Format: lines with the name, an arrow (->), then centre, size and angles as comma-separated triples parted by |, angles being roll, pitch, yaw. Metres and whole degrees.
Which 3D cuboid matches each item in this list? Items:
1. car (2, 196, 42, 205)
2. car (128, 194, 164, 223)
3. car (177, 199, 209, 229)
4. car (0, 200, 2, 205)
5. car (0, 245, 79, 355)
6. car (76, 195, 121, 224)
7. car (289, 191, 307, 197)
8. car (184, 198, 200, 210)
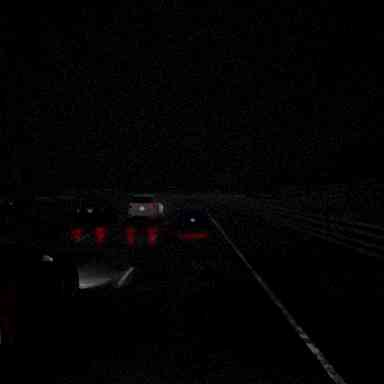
car -> -17.683, 1.460, 35.785 | 2.128, 1.511, 4.902 | 0, 0, 0
car -> -3.474, 1.199, 25.687 | 2.150, 2.045, 5.566 | 0, 0, -1
car -> 0.048, 1.459, 21.692 | 1.882, 1.535, 5.008 | 0, 0, 0
car -> -21.186, 1.316, 39.051 | 2.097, 1.767, 4.553 | 0, 0, 0
car -> -3.419, 1.562, 5.494 | 1.994, 1.385, 4.181 | 0, 0, 0
car -> -6.960, 1.332, 24.794 | 2.097, 1.767, 4.553 | 0, 0, 0
car -> 21.483, 0.551, 66.961 | 1.812, 1.442, 4.674 | 0, -3, -15
car -> -0.005, 1.516, 41.936 | 1.994, 1.385, 4.181 | 0, 0, 0
